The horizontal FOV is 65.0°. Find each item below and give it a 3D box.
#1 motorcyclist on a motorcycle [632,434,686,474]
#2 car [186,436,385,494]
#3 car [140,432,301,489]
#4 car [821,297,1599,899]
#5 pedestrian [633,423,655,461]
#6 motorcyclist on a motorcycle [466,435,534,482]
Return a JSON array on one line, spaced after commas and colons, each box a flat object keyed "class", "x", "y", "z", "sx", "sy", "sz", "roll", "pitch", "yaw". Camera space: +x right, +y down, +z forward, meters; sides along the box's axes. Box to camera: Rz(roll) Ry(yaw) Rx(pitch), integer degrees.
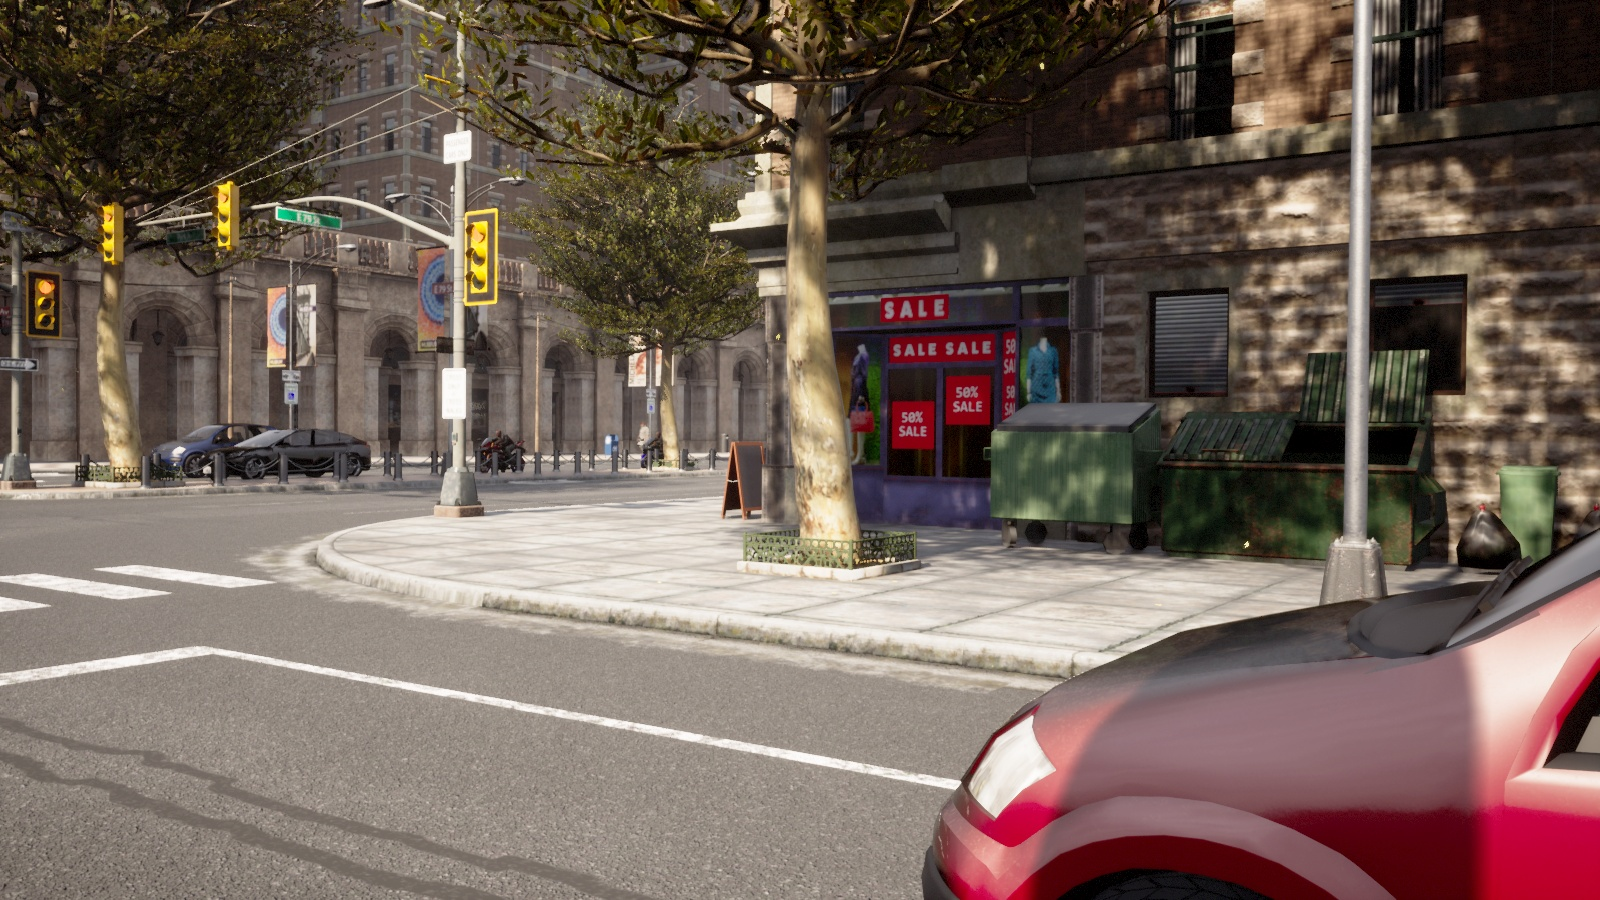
[{"class": "motorcyclist on a motorcycle", "x": -5.495, "y": 0.142, "z": 49.164, "sx": 0.866, "sy": 1.530, "sz": 2.191, "roll": 0, "pitch": 1, "yaw": 34}, {"class": "car", "x": -14.508, "y": 0.373, "z": 35.676, "sx": 2.163, "sy": 1.488, "sz": 4.792, "roll": 0, "pitch": 1, "yaw": 35}, {"class": "car", "x": -17.354, "y": 0.268, "z": 37.773, "sx": 1.851, "sy": 1.617, "sz": 3.988, "roll": 0, "pitch": 1, "yaw": 35}, {"class": "car", "x": 2.221, "y": 0.580, "z": 2.146, "sx": 3.988, "sy": 1.617, "sz": 1.851, "roll": 0, "pitch": 1, "yaw": 34}, {"class": "pedestrian", "x": -8.136, "y": -0.434, "z": 65.383, "sx": 0.873, "sy": 1.952, "sz": 0.659, "roll": -1, "pitch": 1, "yaw": -43}, {"class": "motorcyclist on a motorcycle", "x": -10.093, "y": 0.277, "z": 42.330, "sx": 0.866, "sy": 1.530, "sz": 2.191, "roll": 0, "pitch": 1, "yaw": 34}]
